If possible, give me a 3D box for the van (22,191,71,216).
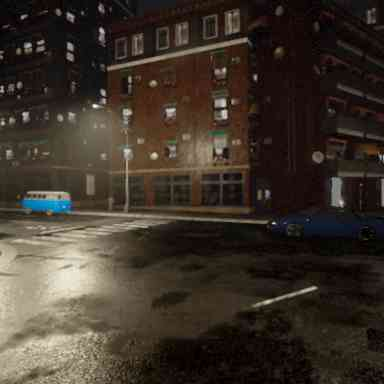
[{"bbox_3d":[-11.216,0.853,25.613,3.998,1.788,1.690,1,0,25],"label":"van"}]

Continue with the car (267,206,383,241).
[{"bbox_3d":[6.265,1.367,15.280,5.357,1.411,2.033,2,2,6],"label":"car"}]
